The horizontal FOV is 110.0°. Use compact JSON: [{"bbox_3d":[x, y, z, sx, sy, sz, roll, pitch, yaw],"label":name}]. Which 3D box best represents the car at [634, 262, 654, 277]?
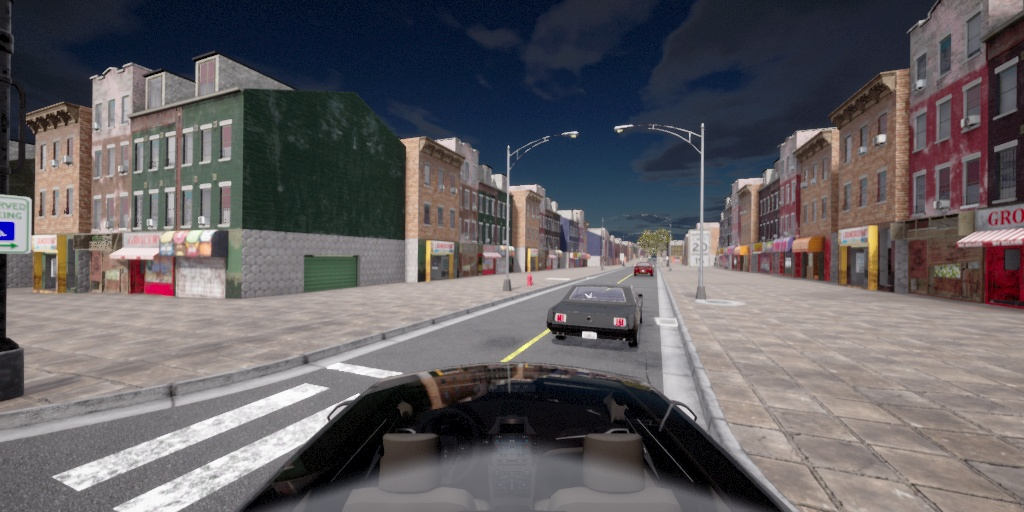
[{"bbox_3d":[14.301,1.391,38.841,1.882,1.535,5.008,1,0,22],"label":"car"}]

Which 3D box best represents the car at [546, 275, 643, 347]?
[{"bbox_3d":[2.431,1.344,9.442,1.895,1.301,4.718,1,0,22],"label":"car"}]
